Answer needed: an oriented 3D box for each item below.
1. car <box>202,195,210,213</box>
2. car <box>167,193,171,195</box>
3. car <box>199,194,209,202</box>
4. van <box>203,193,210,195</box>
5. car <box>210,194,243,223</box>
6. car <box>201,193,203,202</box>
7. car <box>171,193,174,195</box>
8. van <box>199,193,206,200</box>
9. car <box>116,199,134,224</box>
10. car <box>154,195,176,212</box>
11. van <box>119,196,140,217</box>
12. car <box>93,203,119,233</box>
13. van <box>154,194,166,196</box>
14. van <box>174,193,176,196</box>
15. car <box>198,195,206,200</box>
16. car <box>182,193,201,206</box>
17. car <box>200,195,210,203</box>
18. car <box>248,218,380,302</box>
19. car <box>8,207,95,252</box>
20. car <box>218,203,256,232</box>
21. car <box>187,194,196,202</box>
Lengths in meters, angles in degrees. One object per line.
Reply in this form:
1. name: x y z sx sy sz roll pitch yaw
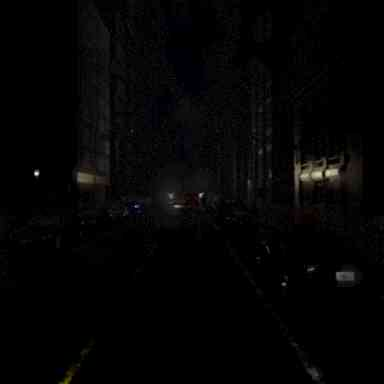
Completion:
1. car: 2.332 1.402 36.869 1.801 1.575 5.366 0 0 0
2. car: -5.794 1.228 64.149 2.192 1.841 5.009 0 0 0
3. car: 2.725 1.341 75.382 1.967 1.590 4.097 0 0 0
4. van: 2.740 1.274 47.336 1.690 1.788 3.998 0 0 0
5. car: 2.751 1.276 24.900 2.192 1.841 5.009 0 0 0
6. car: 2.734 1.234 58.555 2.192 1.841 5.009 0 0 0
7. car: -5.800 1.451 75.368 2.008 1.369 4.403 0 0 0
8. van: 2.720 1.230 86.600 1.690 1.788 3.998 0 0 0
9. car: -5.774 1.487 24.713 1.752 1.417 4.829 0 0 0
10. car: -3.112 1.450 37.469 1.837 1.490 4.892 0 0 0
11. van: -5.777 1.295 30.492 1.690 1.788 3.998 0 0 0
12. car: -5.771 1.551 19.274 1.802 1.307 4.206 0 0 0
13. van: -5.791 1.260 58.540 1.690 1.788 3.998 0 0 0
14. van: -5.805 1.230 86.587 1.690 1.788 3.998 0 0 0
15. car: 2.717 1.428 92.210 1.887 1.381 4.507 0 0 0
16. car: -0.028 1.145 54.610 2.150 2.045 5.566 0 0 0
17. car: 2.728 1.451 69.773 1.887 1.381 4.507 0 0 0
18. car: 2.760 1.552 8.073 1.947 1.339 4.313 0 0 0
19. car: -5.768 1.528 13.664 2.008 1.369 4.403 0 0 0
20. car: 2.754 1.551 19.291 1.802 1.307 4.206 0 0 0
21. car: -0.036 1.250 71.981 1.837 1.490 4.892 0 0 0
